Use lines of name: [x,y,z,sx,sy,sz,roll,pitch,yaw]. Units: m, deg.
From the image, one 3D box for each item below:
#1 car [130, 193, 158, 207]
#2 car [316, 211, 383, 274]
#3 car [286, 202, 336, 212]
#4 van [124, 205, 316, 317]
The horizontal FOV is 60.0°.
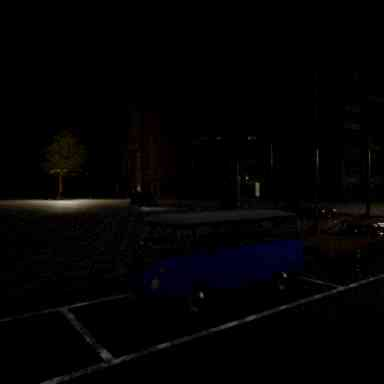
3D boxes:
car: [-7.032,1.142,47.983,2.150,2.045,5.566,-1,1,-36]
car: [5.117,1.436,10.301,4.829,1.417,1.752,-1,0,-36]
car: [8.773,1.443,26.032,1.895,1.301,4.718,-1,0,-36]
van: [0.632,1.301,7.101,3.998,1.788,1.690,-1,0,-36]
